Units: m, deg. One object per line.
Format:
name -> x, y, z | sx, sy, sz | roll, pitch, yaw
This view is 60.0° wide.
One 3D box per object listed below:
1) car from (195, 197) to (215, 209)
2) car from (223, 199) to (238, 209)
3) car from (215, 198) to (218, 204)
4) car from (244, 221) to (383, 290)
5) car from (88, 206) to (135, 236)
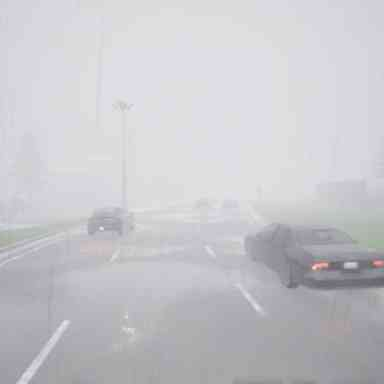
car -> 1.565, 1.458, 43.846 | 1.837, 1.490, 4.892 | -1, -1, 7
car -> 4.957, 1.496, 42.823 | 1.895, 1.301, 4.718 | -1, 0, 7
car -> 3.449, 1.481, 58.950 | 1.994, 1.385, 4.181 | -1, 0, 8
car -> 2.889, 1.492, 9.036 | 2.033, 1.411, 5.357 | -1, 0, -5
car -> -4.548, 1.579, 19.243 | 1.837, 1.490, 4.892 | -1, 0, 1
